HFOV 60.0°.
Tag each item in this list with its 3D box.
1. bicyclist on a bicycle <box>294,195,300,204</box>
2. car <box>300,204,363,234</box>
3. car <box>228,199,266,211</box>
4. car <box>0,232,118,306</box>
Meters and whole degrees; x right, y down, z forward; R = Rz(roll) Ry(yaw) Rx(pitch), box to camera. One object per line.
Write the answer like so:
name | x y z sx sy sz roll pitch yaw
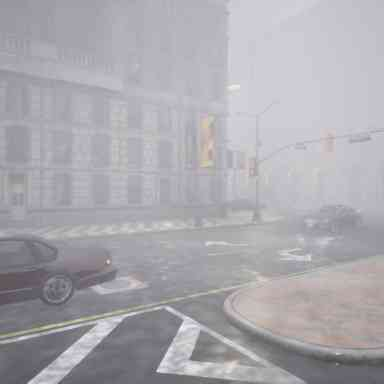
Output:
bicyclist on a bicycle | 17.991 1.300 57.149 1.656 1.620 0.582 0 0 -35
car | 8.192 1.491 19.400 4.902 1.511 2.128 0 0 -40
car | 6.802 1.548 41.750 2.033 1.411 5.357 0 0 -35
car | -4.235 1.547 6.515 5.357 1.411 2.033 0 0 -34
